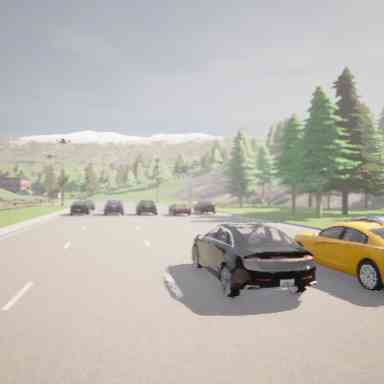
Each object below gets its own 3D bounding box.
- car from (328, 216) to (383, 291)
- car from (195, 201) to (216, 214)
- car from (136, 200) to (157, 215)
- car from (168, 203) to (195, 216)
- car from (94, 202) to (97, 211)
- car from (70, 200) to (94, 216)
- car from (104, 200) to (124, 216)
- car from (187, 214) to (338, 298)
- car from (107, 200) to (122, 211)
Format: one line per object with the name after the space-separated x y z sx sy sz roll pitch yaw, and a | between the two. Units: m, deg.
4.770 1.592 9.497 1.882 1.535 5.008 1 0 -13 | car
1.440 1.857 39.948 1.837 1.490 4.892 1 0 -13 | car
-5.165 1.636 37.432 2.097 1.767 4.553 1 -1 -13 | car
-1.435 1.906 36.798 1.895 1.301 4.718 1 0 -13 | car
-14.129 1.816 45.261 1.812 1.442 4.674 1 -1 -13 | car
-12.073 1.705 36.233 1.882 1.535 5.008 1 -1 -13 | car
-8.544 1.606 36.487 2.097 1.767 4.553 1 -1 -13 | car
1.321 1.577 8.878 2.128 1.511 4.902 1 0 -13 | car
-10.756 1.847 46.174 1.812 1.442 4.674 1 -1 -13 | car
